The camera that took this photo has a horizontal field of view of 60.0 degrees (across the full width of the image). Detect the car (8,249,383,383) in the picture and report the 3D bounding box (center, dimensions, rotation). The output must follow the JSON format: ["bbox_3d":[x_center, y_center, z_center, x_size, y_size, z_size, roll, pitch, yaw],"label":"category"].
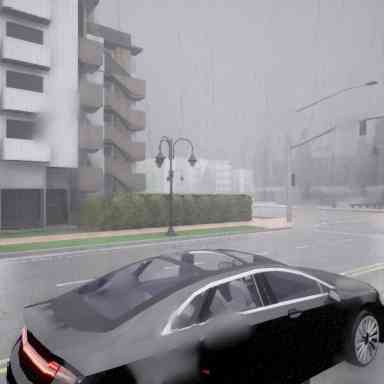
[{"bbox_3d":[0.520,1.492,4.128,4.902,1.511,2.128,0,0,-35],"label":"car"}]
